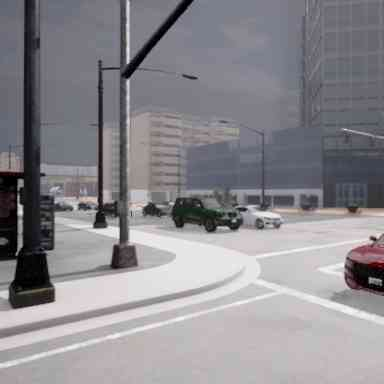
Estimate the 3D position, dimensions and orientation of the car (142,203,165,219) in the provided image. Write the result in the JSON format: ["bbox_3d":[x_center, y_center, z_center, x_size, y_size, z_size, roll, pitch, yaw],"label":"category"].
[{"bbox_3d":[-3.344,1.798,33.058,1.812,1.442,4.674,0,-1,-37],"label":"car"}]

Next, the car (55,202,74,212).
[{"bbox_3d":[-18.955,2.160,48.745,2.033,1.411,5.357,0,-1,-36],"label":"car"}]

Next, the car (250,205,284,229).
[{"bbox_3d":[4.060,1.643,22.803,1.812,1.442,4.674,0,-1,-35],"label":"car"}]

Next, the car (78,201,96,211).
[{"bbox_3d":[-15.885,2.081,50.465,2.128,1.511,4.902,0,-1,-36],"label":"car"}]

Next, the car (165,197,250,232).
[{"bbox_3d":[0.793,1.342,21.372,2.150,2.045,5.566,0,-1,-36],"label":"car"}]

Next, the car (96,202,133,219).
[{"bbox_3d":[-7.489,1.805,32.787,1.837,1.490,4.892,0,0,-36],"label":"car"}]

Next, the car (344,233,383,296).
[{"bbox_3d":[5.663,1.501,8.042,5.008,1.535,1.882,0,0,-36],"label":"car"}]
